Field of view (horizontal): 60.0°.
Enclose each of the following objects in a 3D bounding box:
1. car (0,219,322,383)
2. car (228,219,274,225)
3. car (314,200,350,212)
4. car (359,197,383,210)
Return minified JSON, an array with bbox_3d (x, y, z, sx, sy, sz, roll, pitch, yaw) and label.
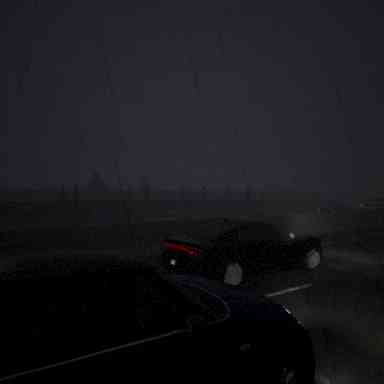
[{"bbox_3d":[-0.886,1.352,3.111,4.553,1.767,2.097,0,0,-36],"label":"car"},{"bbox_3d":[1.572,1.479,9.167,5.008,1.535,1.882,0,0,-36],"label":"car"},{"bbox_3d":[15.316,1.627,36.413,4.902,1.511,2.128,2,-1,-35],"label":"car"},{"bbox_3d":[20.217,1.499,35.609,5.566,2.045,2.150,3,-2,-35],"label":"car"}]
